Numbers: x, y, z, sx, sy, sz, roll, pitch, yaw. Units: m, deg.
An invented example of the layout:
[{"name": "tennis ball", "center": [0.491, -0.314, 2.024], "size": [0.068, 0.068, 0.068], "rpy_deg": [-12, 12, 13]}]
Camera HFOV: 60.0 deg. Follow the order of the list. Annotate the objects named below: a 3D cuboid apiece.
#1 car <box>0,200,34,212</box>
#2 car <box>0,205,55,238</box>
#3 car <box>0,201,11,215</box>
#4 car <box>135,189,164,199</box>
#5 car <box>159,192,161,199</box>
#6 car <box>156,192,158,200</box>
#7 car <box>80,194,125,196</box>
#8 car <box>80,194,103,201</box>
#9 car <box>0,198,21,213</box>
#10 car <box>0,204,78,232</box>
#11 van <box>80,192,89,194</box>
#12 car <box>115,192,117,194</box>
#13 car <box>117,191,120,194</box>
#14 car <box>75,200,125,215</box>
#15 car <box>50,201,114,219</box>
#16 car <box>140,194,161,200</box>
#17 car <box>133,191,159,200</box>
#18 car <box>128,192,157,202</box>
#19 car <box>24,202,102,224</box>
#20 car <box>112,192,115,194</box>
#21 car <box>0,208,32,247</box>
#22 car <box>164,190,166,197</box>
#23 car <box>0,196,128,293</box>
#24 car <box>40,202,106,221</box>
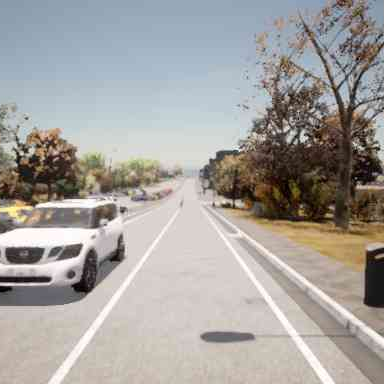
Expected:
[{"name": "car", "center": [-23.260, 1.784, 42.675], "size": [5.008, 1.535, 2.097], "rpy_deg": [0, -1, 0]}, {"name": "car", "center": [-10.415, 1.540, 17.799], "size": [5.366, 1.575, 1.946], "rpy_deg": [0, 0, 0]}, {"name": "car", "center": [-23.245, 1.760, 37.258], "size": [4.792, 1.488, 2.163], "rpy_deg": [0, -1, 0]}, {"name": "car", "center": [-10.400, 1.028, 80.963], "size": [5.566, 2.045, 2.435], "rpy_deg": [0, 0, 0]}, {"name": "car", "center": [-10.374, 1.289, 78.170], "size": [5.008, 1.535, 2.097], "rpy_deg": [0, 0, 0]}, {"name": "car", "center": [-10.423, 1.312, 72.605], "size": [4.792, 1.488, 2.163], "rpy_deg": [0, 0, 0]}, {"name": "car", "center": [-10.228, 1.452, 34.456], "size": [5.566, 2.045, 2.435], "rpy_deg": [0, -1, 0]}, {"name": "car", "center": [-23.488, 1.317, 78.142], "size": [4.792, 1.488, 2.163], "rpy_deg": [0, 0, 0]}, {"name": "car", "center": [-23.301, 1.631, 39.905], "size": [4.553, 1.767, 2.185], "rpy_deg": [0, -1, 0]}, {"name": "car", "center": [-10.039, 1.562, 20.452], "size": [5.366, 1.575, 1.946], "rpy_deg": [0, -1, 0]}, {"name": "van", "center": [-23.354, 1.049, 69.772], "size": [4.442, 1.987, 1.878], "rpy_deg": [1, 0, 0]}, {"name": "car", "center": [-23.425, 1.189, 89.176], "size": [5.008, 1.535, 2.097], "rpy_deg": [0, 1, 0]}, {"name": "car", "center": [-23.418, 1.139, 91.966], "size": [5.008, 1.535, 2.097], "rpy_deg": [0, 1, 0]}, {"name": "car", "center": [-10.200, 1.731, 37.229], "size": [5.008, 1.535, 2.097], "rpy_deg": [0, -1, 0]}, {"name": "car", "center": [-10.390, 1.672, 31.677], "size": [5.366, 1.575, 1.946], "rpy_deg": [0, -1, 0]}, {"name": "car", "center": [-10.358, 1.262, 83.753], "size": [4.892, 1.521, 2.231], "rpy_deg": [0, 1, 0]}, {"name": "car", "center": [-10.418, 1.164, 75.391], "size": [4.553, 1.767, 2.185], "rpy_deg": [0, 0, 0]}, {"name": "car", "center": [-10.371, 1.305, 69.821], "size": [4.792, 1.488, 2.163], "rpy_deg": [0, 0, 0]}, {"name": "car", "center": [-10.029, 1.616, 26.125], "size": [5.366, 1.575, 1.946], "rpy_deg": [0, -1, 0]}, {"name": "car", "center": [-23.408, 1.261, 86.386], "size": [4.792, 1.488, 2.163], "rpy_deg": [0, 1, 0]}, {"name": "car", "center": [-10.228, 1.528, 15.032], "size": [4.892, 1.521, 2.231], "rpy_deg": [0, 0, 0]}, {"name": "car", "center": [-10.312, 1.012, 92.111], "size": [4.553, 1.767, 2.185], "rpy_deg": [0, 1, 0]}, {"name": "car", "center": [-3.364, 1.249, 9.311], "size": [2.150, 2.045, 5.566], "rpy_deg": [0, 0, 0]}, {"name": "car", "center": [-10.216, 1.649, 28.900], "size": [4.892, 1.521, 2.231], "rpy_deg": [0, -1, 0]}]
